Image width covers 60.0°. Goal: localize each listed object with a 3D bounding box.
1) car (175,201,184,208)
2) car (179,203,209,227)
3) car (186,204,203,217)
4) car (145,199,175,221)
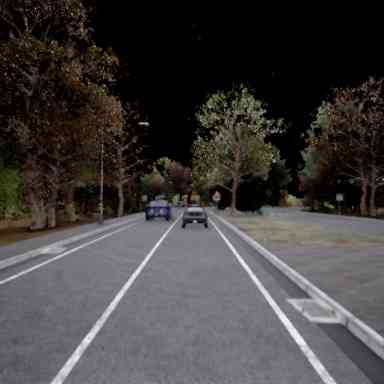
[{"bbox_3d":[-2.727,2.697,73.352,2.097,1.767,4.553,0,-1,1],"label":"car"},{"bbox_3d":[0.225,1.844,25.510,1.837,1.490,4.892,0,-1,0],"label":"car"},{"bbox_3d":[0.313,2.315,42.951,2.128,1.511,4.902,0,-2,0],"label":"car"},{"bbox_3d":[-3.187,1.748,32.674,2.150,2.045,5.566,0,-2,0],"label":"car"}]
